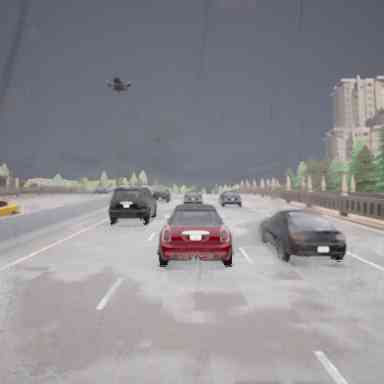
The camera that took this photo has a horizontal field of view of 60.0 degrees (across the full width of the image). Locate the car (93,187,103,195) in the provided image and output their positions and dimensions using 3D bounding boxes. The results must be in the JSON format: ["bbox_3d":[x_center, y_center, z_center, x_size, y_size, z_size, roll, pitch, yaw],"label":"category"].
[{"bbox_3d":[-17.504,-0.212,64.079,2.033,1.411,5.357,0,-1,0],"label":"car"}]

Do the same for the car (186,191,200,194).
[{"bbox_3d":[0.099,0.612,31.830,2.033,1.411,5.357,0,2,0],"label":"car"}]

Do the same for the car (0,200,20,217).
[{"bbox_3d":[-10.601,1.087,16.634,1.882,1.535,5.008,0,2,0],"label":"car"}]

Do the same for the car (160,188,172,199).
[{"bbox_3d":[-3.401,0.350,37.970,1.837,1.490,4.892,0,2,0],"label":"car"}]

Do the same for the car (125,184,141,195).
[{"bbox_3d":[-10.538,-0.427,59.791,2.097,1.767,4.553,0,0,1],"label":"car"}]

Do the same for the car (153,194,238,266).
[{"bbox_3d":[0.099,1.159,11.073,2.097,1.767,4.553,0,2,0],"label":"car"}]

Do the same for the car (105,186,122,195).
[{"bbox_3d":[-14.034,-0.253,59.640,1.812,1.442,4.674,0,0,1],"label":"car"}]

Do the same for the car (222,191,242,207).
[{"bbox_3d":[3.604,0.610,31.865,2.033,1.411,5.357,0,2,0],"label":"car"}]

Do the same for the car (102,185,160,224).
[{"bbox_3d":[-3.401,0.714,19.908,2.150,2.045,5.566,0,2,0],"label":"car"}]

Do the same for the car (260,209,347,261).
[{"bbox_3d":[3.599,1.322,11.404,1.812,1.442,4.674,0,2,0],"label":"car"}]
